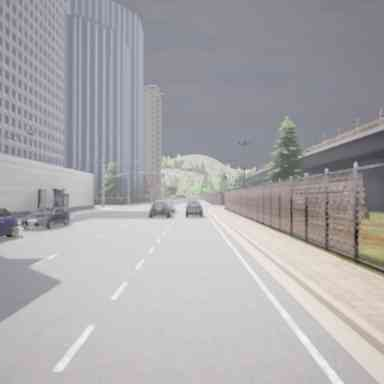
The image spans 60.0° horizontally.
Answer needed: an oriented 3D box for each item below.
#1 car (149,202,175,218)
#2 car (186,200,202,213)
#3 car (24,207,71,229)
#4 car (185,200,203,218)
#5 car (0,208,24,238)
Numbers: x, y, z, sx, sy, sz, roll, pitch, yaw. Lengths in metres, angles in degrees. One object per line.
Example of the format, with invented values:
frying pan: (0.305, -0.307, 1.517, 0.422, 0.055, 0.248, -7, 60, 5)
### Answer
car: (-3.299, 1.822, 35.619, 2.097, 1.767, 4.553, 0, -1, 0)
car: (0.262, 1.971, 46.894, 2.097, 1.767, 4.553, 0, -1, 0)
car: (-10.417, 1.839, 24.108, 2.128, 1.511, 4.902, 0, -1, 0)
car: (0.228, 1.975, 36.582, 2.128, 1.511, 4.902, 0, -1, 0)
car: (-10.540, 1.565, 16.229, 2.097, 1.767, 4.553, 0, -1, 0)
